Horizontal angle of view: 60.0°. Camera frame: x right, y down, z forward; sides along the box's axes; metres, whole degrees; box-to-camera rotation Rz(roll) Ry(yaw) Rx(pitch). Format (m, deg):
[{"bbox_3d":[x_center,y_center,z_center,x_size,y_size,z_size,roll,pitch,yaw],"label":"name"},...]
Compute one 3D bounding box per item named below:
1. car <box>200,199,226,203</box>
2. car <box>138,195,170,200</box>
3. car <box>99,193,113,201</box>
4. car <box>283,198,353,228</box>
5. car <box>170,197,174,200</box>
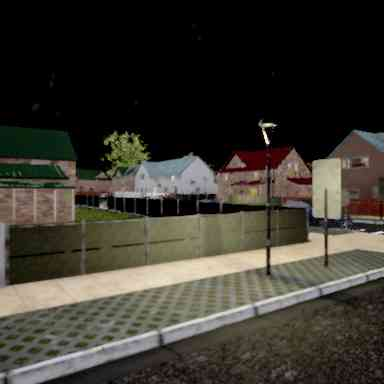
[{"bbox_3d":[1.901,1.325,29.476,2.033,1.411,5.357,0,1,-34],"label":"car"},{"bbox_3d":[-5.113,1.139,39.794,2.128,1.511,4.902,0,1,-34],"label":"car"},{"bbox_3d":[-15.546,0.924,60.337,1.812,1.442,4.674,0,1,-33],"label":"car"},{"bbox_3d":[7.643,1.234,20.904,2.097,1.767,4.553,0,1,-32],"label":"car"},{"bbox_3d":[-4.248,1.091,43.770,1.882,1.535,5.008,0,1,-34],"label":"car"}]
